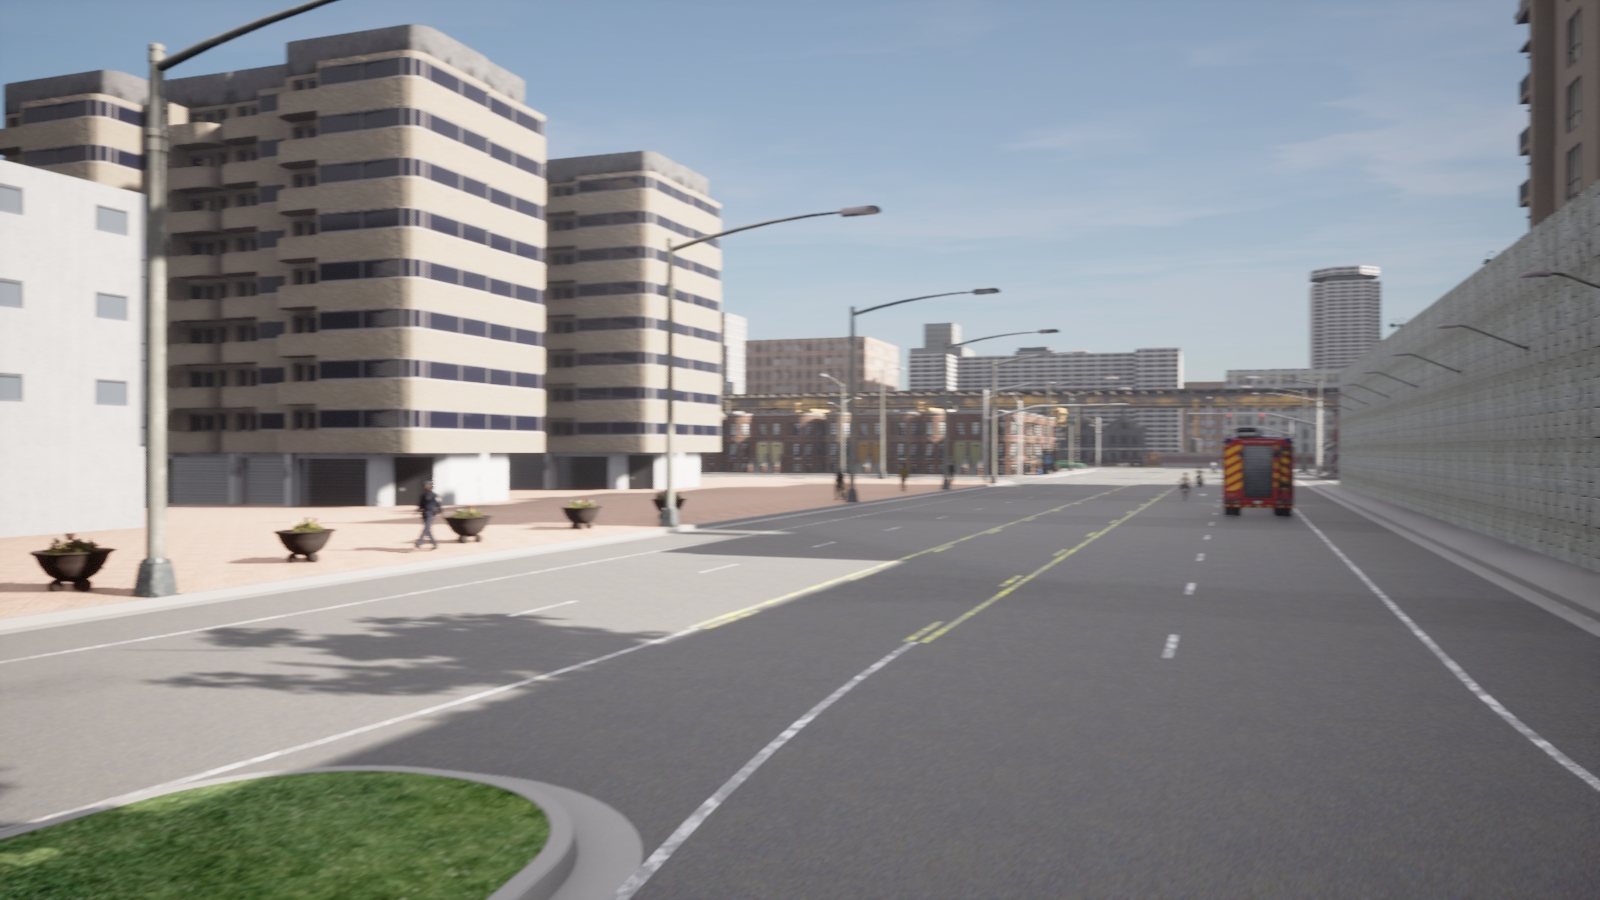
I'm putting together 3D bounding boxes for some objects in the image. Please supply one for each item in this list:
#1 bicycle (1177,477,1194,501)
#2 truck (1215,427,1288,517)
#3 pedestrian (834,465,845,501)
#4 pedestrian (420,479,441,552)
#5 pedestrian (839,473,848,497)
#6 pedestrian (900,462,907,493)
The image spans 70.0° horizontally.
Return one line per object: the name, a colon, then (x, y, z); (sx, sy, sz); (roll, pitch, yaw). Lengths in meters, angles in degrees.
bicycle: (21.589, 2.182, 63.991); (0.859, 1.301, 1.487); (0, 0, 21)
truck: (20.740, 0.927, 52.607); (2.891, 3.827, 8.468); (0, 0, 21)
pedestrian: (2.031, 1.696, 58.906); (0.375, 1.860, 0.375); (0, 0, 38)
pedestrian: (-9.523, 1.672, 29.445); (0.375, 1.860, 0.375); (0, 0, 21)
pedestrian: (2.465, 1.988, 64.849); (0.375, 1.300, 0.375); (0, 0, 22)
pedestrian: (6.392, 1.702, 70.661); (0.375, 1.860, 0.375); (0, 0, 19)
